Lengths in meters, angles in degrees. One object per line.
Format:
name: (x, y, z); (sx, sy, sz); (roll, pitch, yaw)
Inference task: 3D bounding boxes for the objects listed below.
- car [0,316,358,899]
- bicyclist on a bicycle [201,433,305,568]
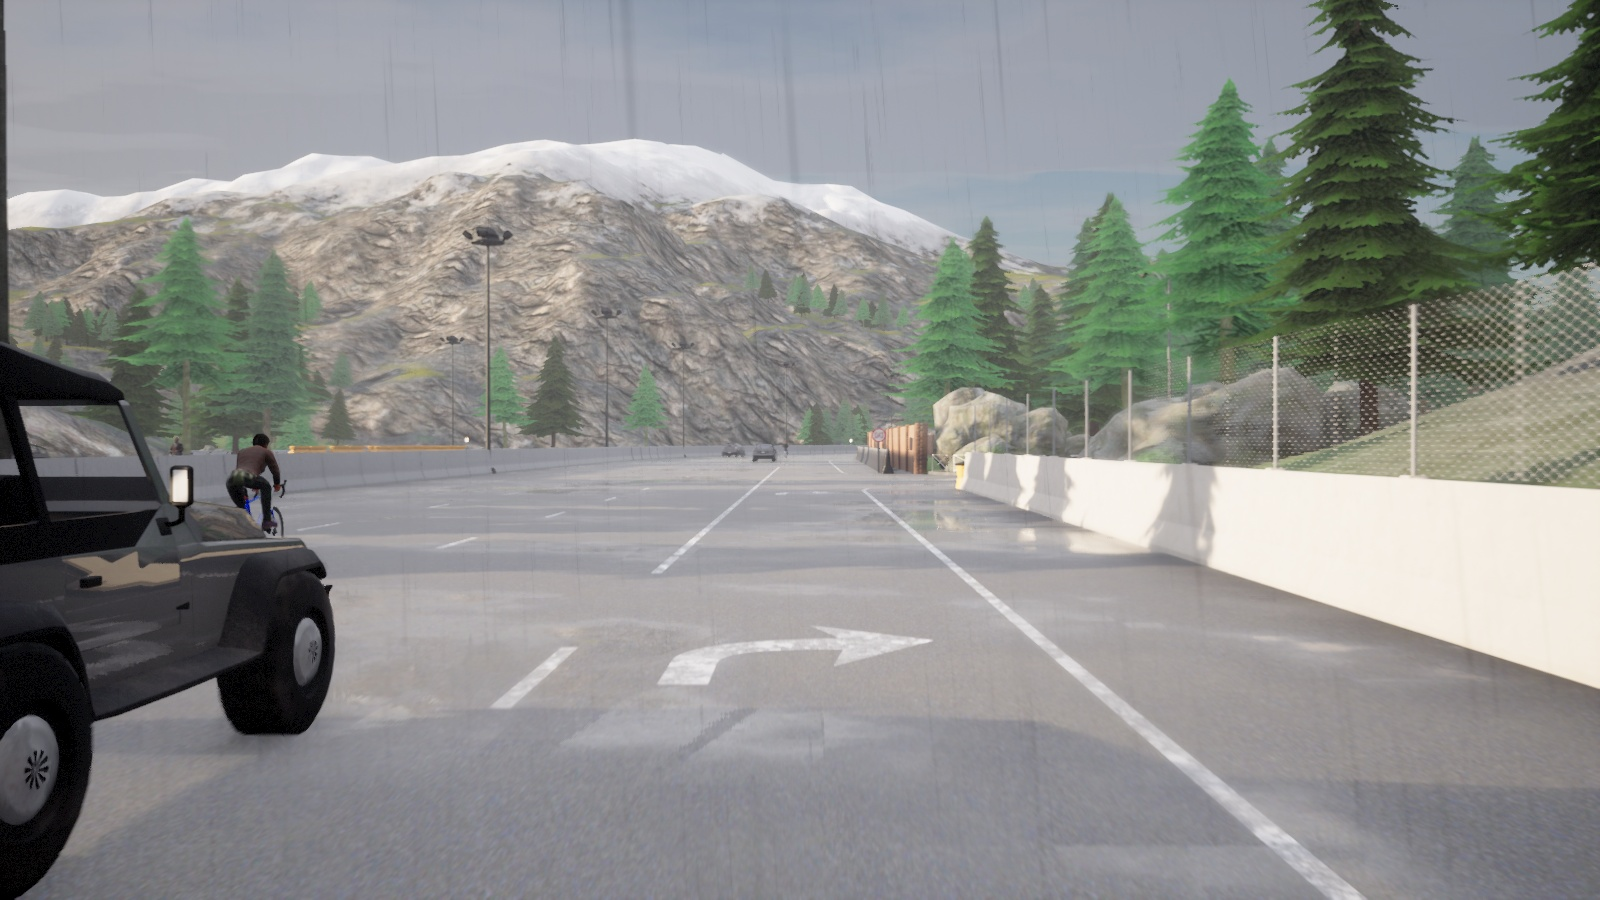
car: (-3.455, 0.510, 5.146); (1.905, 1.878, 3.866); (0, 0, 0)
bicyclist on a bicycle: (-6.894, 0.604, 15.901); (0.582, 1.620, 1.656); (0, 0, 0)
